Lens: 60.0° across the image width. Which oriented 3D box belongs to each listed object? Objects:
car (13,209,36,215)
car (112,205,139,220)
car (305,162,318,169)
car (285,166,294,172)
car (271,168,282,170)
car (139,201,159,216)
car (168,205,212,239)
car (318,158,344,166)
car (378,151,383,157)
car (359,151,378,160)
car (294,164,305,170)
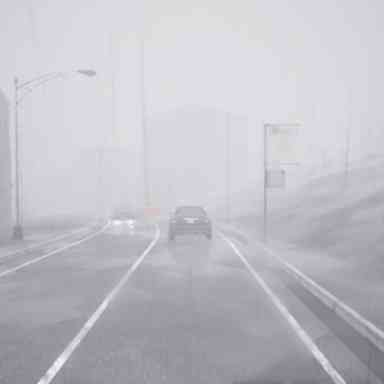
[{"bbox_3d":[-32.490,3.937,64.636,4.718,1.301,1.895,-4,-1,30],"label":"car"},{"bbox_3d":[-6.650,1.963,32.126,1.994,1.385,4.181,0,-1,-18],"label":"car"},{"bbox_3d":[21.365,-4.259,55.927,2.002,1.452,4.674,0,1,-1],"label":"car"},{"bbox_3d":[21.119,-4.565,67.118,2.185,1.767,4.553,0,1,-1],"label":"car"},{"bbox_3d":[20.876,-4.560,78.133,2.231,1.521,4.892,0,1,-1],"label":"car"},{"bbox_3d":[-5.430,1.891,39.136,2.097,1.767,4.553,-1,-1,-23],"label":"car"},{"bbox_3d":[-0.185,1.455,17.969,2.097,1.767,4.553,0,-1,-3],"label":"car"},{"bbox_3d":[21.485,-4.355,50.433,2.185,1.767,4.553,0,1,-1],"label":"car"},{"bbox_3d":[21.855,-4.000,33.979,2.231,1.521,4.892,0,1,-1],"label":"car"},{"bbox_3d":[21.725,-4.085,39.497,2.231,1.521,4.892,0,1,-1],"label":"car"},{"bbox_3d":[21.240,-4.498,61.599,2.185,1.767,4.553,0,1,-1],"label":"car"}]
